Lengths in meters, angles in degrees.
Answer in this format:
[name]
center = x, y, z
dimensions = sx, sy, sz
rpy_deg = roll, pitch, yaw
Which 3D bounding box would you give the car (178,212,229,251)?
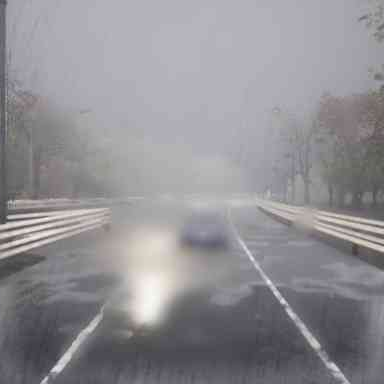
[car]
center = 0.531, 1.556, 14.158
dimensions = 1.994, 1.385, 4.181
rpy_deg = 0, 0, 3
